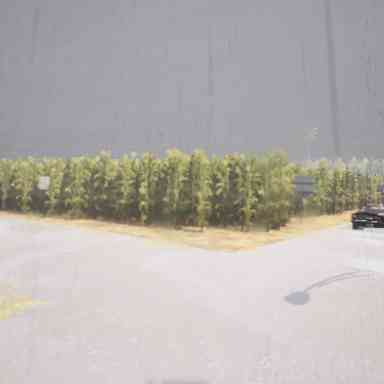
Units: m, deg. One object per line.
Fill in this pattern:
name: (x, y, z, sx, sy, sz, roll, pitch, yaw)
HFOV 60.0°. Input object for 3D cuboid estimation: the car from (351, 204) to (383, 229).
car: (10.331, 1.384, 18.501, 1.895, 1.301, 4.718, 3, 2, 39)
